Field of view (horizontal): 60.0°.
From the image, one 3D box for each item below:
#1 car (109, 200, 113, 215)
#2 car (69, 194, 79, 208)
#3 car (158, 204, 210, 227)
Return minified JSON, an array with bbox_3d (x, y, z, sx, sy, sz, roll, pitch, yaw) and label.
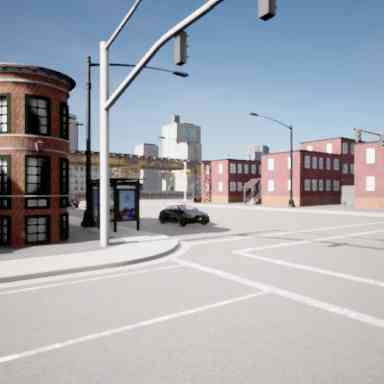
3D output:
[{"bbox_3d":[-8.211,1.513,33.739,1.812,1.442,4.674,0,1,-36],"label":"car"},{"bbox_3d":[-17.931,1.297,47.587,2.150,2.045,5.566,0,0,-35],"label":"car"},{"bbox_3d":[-0.621,1.550,23.011,1.994,1.385,4.181,0,0,-35],"label":"car"}]
